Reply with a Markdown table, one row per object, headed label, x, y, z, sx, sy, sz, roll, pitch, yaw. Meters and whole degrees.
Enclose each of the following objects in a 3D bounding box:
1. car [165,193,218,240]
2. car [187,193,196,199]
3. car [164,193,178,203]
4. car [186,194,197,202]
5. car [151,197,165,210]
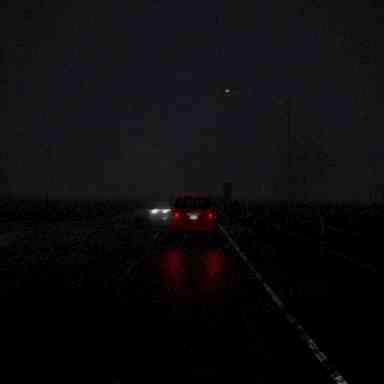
| label | x | y | z | sx | sy | sz | roll | pitch | yaw |
| --- | --- | --- | --- | --- | --- | --- | --- | --- | --- |
| car | 0.068 | 1.123 | 16.390 | 2.150 | 2.045 | 5.566 | 0 | 0 | 0 |
| car | -0.138 | 0.971 | 75.768 | 1.895 | 1.301 | 4.718 | 0 | 0 | 0 |
| car | -3.642 | 0.997 | 59.160 | 2.097 | 1.767 | 4.553 | 0 | 0 | 0 |
| car | -0.119 | 1.100 | 65.317 | 2.128 | 1.511 | 4.902 | 0 | 0 | 0 |
| car | -3.663 | 1.331 | 39.066 | 1.994 | 1.385 | 4.181 | 0 | 0 | 0 |
